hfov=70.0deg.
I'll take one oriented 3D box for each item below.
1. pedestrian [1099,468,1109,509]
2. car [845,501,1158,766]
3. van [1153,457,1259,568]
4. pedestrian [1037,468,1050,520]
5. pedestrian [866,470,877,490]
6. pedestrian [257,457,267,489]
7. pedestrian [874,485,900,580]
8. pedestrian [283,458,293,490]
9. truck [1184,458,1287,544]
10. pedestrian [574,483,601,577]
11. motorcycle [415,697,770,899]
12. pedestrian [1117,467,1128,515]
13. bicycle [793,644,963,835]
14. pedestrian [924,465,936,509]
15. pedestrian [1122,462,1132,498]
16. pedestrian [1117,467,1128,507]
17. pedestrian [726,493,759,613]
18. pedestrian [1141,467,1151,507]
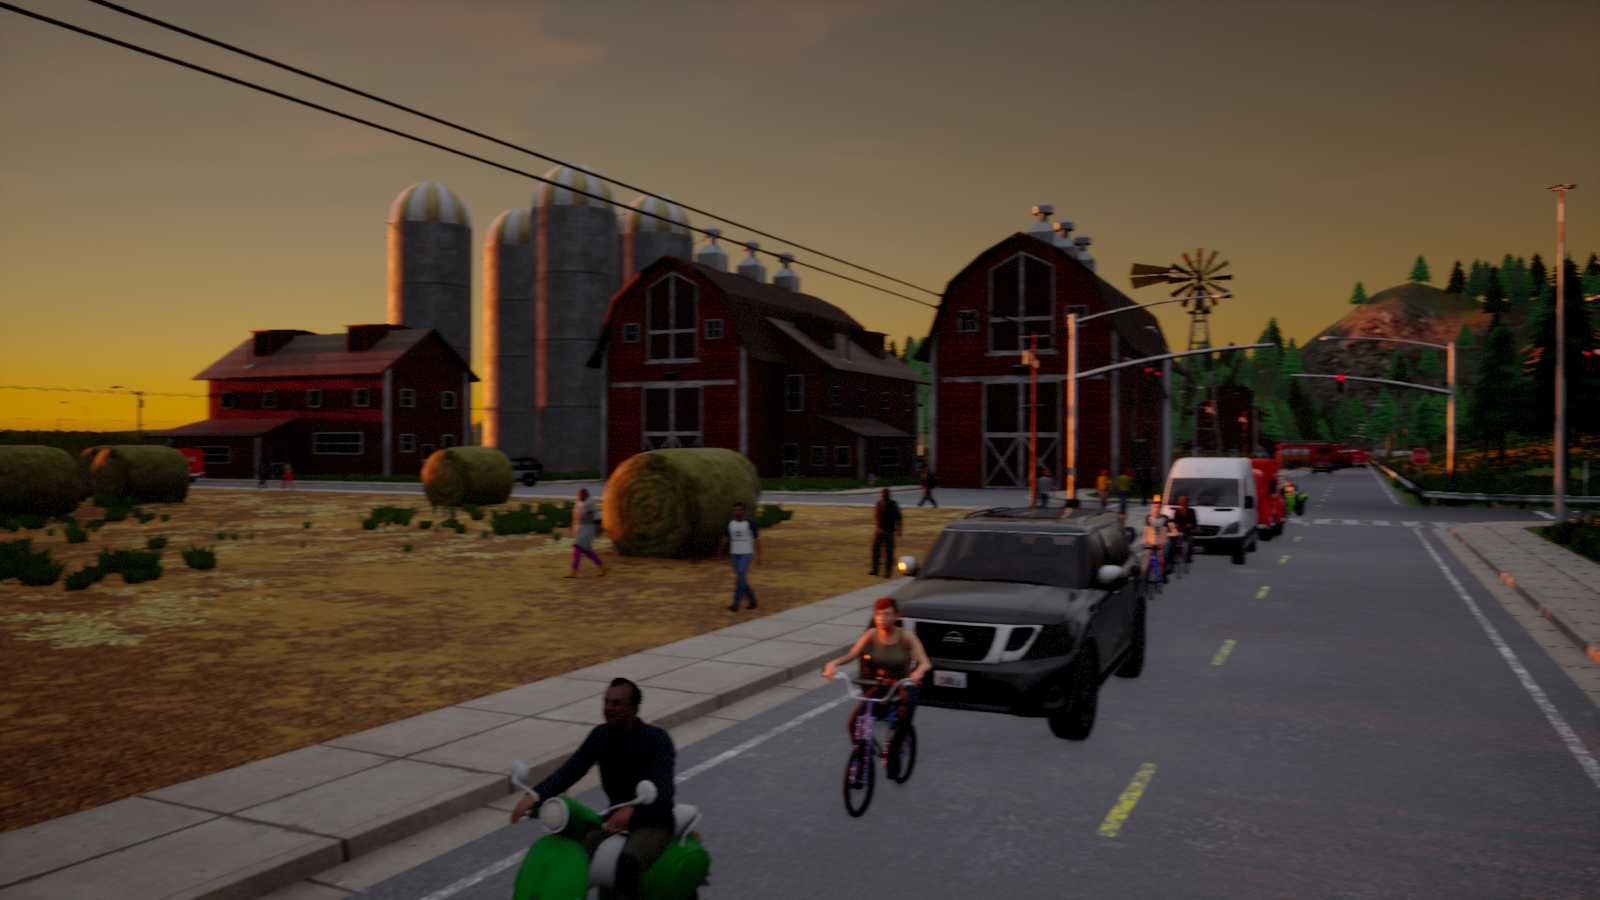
[{"bbox_3d":[13.648,1.721,51.263,0.375,1.860,0.375,0,0,23],"label":"pedestrian"},{"bbox_3d":[2.579,1.747,13.010,2.150,2.045,5.566,0,0,25],"label":"car"},{"bbox_3d":[10.719,1.484,29.855,1.988,2.561,5.915,0,0,26],"label":"van"},{"bbox_3d":[8.782,1.587,41.215,0.375,1.860,0.375,0,0,28],"label":"pedestrian"},{"bbox_3d":[4.194,1.751,66.852,0.500,1.100,0.500,0,0,32],"label":"pedestrian"},{"bbox_3d":[-31.440,1.361,66.728,0.375,1.860,0.375,0,0,25],"label":"pedestrian"},{"bbox_3d":[1.728,1.628,22.750,0.375,1.860,0.375,0,0,30],"label":"pedestrian"},{"bbox_3d":[-29.471,1.370,65.802,0.375,1.860,0.375,0,0,30],"label":"pedestrian"},{"bbox_3d":[13.958,1.510,36.411,2.627,2.467,5.204,0,0,26],"label":"truck"},{"bbox_3d":[-4.248,1.591,22.870,0.375,1.860,0.375,0,0,42],"label":"pedestrian"},{"bbox_3d":[-0.949,2.118,5.750,0.856,1.316,1.805,0,0,26],"label":"motorcycle"},{"bbox_3d":[12.588,1.610,44.563,0.375,1.860,0.375,0,0,10],"label":"pedestrian"},{"bbox_3d":[0.659,2.228,9.087,0.859,1.080,1.487,0,0,25],"label":"bicycle"},{"bbox_3d":[5.508,1.551,48.301,0.375,1.860,0.375,0,0,36],"label":"pedestrian"},{"bbox_3d":[16.937,1.549,59.166,0.375,1.860,0.375,0,0,-30],"label":"pedestrian"},{"bbox_3d":[15.167,1.719,53.799,0.375,1.860,0.375,0,0,40],"label":"pedestrian"},{"bbox_3d":[-0.909,1.629,18.179,0.375,1.860,0.375,0,0,27],"label":"pedestrian"},{"bbox_3d":[16.171,1.725,53.464,0.375,1.860,0.375,0,0,28],"label":"pedestrian"}]
